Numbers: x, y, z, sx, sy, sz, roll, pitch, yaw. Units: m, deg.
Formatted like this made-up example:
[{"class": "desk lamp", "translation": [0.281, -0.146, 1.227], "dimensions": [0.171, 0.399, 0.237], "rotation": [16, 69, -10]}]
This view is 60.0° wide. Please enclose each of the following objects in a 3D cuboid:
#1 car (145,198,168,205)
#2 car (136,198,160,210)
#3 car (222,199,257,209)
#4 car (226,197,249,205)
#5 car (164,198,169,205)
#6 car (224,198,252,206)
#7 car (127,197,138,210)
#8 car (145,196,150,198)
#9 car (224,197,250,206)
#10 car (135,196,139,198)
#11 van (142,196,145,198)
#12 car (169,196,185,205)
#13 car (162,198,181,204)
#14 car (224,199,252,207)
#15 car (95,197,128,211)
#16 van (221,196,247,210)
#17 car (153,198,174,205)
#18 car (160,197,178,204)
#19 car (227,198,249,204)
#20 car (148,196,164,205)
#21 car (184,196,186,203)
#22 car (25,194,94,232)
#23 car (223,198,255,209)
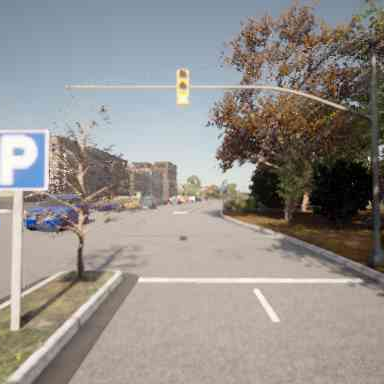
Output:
[{"class": "car", "translation": [-8.066, 2.242, 76.257], "dimensions": [5.008, 1.535, 2.097], "rotation": [-1, -1, -12]}, {"class": "car", "translation": [-6.502, 1.989, 49.480], "dimensions": [1.812, 1.442, 4.674], "rotation": [0, 0, 5]}, {"class": "car", "translation": [7.843, 1.933, 54.991], "dimensions": [5.366, 1.575, 1.946], "rotation": [1, -1, -14]}, {"class": "car", "translation": [9.894, 2.014, 72.579], "dimensions": [4.553, 1.767, 2.185], "rotation": [1, 0, -12]}, {"class": "car", "translation": [-8.470, 1.954, 73.279], "dimensions": [5.566, 2.045, 2.435], "rotation": [-1, -1, -12]}, {"class": "car", "translation": [9.632, 2.104, 69.685], "dimensions": [5.366, 1.575, 1.946], "rotation": [1, -1, -12]}, {"class": "car", "translation": [-11.126, 1.904, 49.313], "dimensions": [5.366, 1.575, 1.946], "rotation": [-1, -1, -15]}, {"class": "car", "translation": [-10.392, 2.022, 58.280], "dimensions": [4.892, 1.521, 2.231], "rotation": [-1, -1, -14]}, {"class": "car", "translation": [9.029, 1.945, 66.705], "dimensions": [4.553, 1.767, 2.185], "rotation": [1, -1, -12]}, {"class": "car", "translation": [-11.050, 1.821, 52.267], "dimensions": [4.553, 1.767, 2.185], "rotation": [-1, -1, -15]}, {"class": "van", "translation": [-10.603, 1.757, 55.311], "dimensions": [4.442, 1.987, 1.878], "rotation": [-1, -1, -14]}, {"class": "car", "translation": [-3.527, 2.241, 74.303], "dimensions": [2.128, 1.511, 4.902], "rotation": [0, -1, 8]}, {"class": "car", "translation": [-5.622, 2.425, 91.161], "dimensions": [4.892, 1.521, 2.231], "rotation": [-1, -1, -10]}, {"class": "car", "translation": [8.324, 2.043, 60.832], "dimensions": [4.674, 1.452, 2.002], "rotation": [1, -1, -13]}, {"class": "car", "translation": [-11.753, 1.909, 46.317], "dimensions": [4.792, 1.488, 2.163], "rotation": [-1, -1, -15]}, {"class": "van", "translation": [6.959, 1.637, 49.025], "dimensions": [4.442, 1.987, 1.878], "rotation": [1, 0, -14]}, {"class": "car", "translation": [-7.137, 2.315, 82.222], "dimensions": [5.008, 1.535, 2.097], "rotation": [-1, -1, -11]}, {"class": "car", "translation": [-6.130, 2.262, 88.186], "dimensions": [4.553, 1.767, 2.185], "rotation": [-1, -1, -11]}, {"class": "car", "translation": [11.230, 2.271, 81.370], "dimensions": [4.792, 1.488, 2.163], "rotation": [1, -1, -11]}, {"class": "car", "translation": [-8.903, 2.208, 70.267], "dimensions": [4.674, 1.452, 2.002], "rotation": [-1, -1, -13]}, {"class": "car", "translation": [-5.112, 2.459, 94.136], "dimensions": [5.008, 1.535, 2.097], "rotation": [-1, -1, -10]}, {"class": "car", "translation": [-8.365, 1.239, 21.242], "dimensions": [2.150, 2.045, 5.566], "rotation": [1, 2, 2]}, {"class": "car", "translation": [7.325, 1.773, 51.996], "dimensions": [4.553, 1.767, 2.185], "rotation": [1, -1, -14]}]
